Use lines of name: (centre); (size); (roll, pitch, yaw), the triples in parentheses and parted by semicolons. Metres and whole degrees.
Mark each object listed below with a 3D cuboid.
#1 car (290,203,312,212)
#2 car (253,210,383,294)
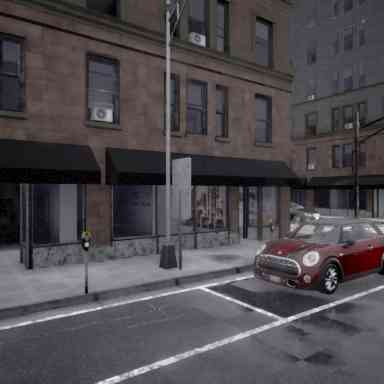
car: (7.101, 1.537, 24.645); (2.128, 1.511, 4.902); (0, 0, -35)
car: (3.494, 1.440, 8.692); (4.097, 1.590, 1.967); (0, 0, -36)
